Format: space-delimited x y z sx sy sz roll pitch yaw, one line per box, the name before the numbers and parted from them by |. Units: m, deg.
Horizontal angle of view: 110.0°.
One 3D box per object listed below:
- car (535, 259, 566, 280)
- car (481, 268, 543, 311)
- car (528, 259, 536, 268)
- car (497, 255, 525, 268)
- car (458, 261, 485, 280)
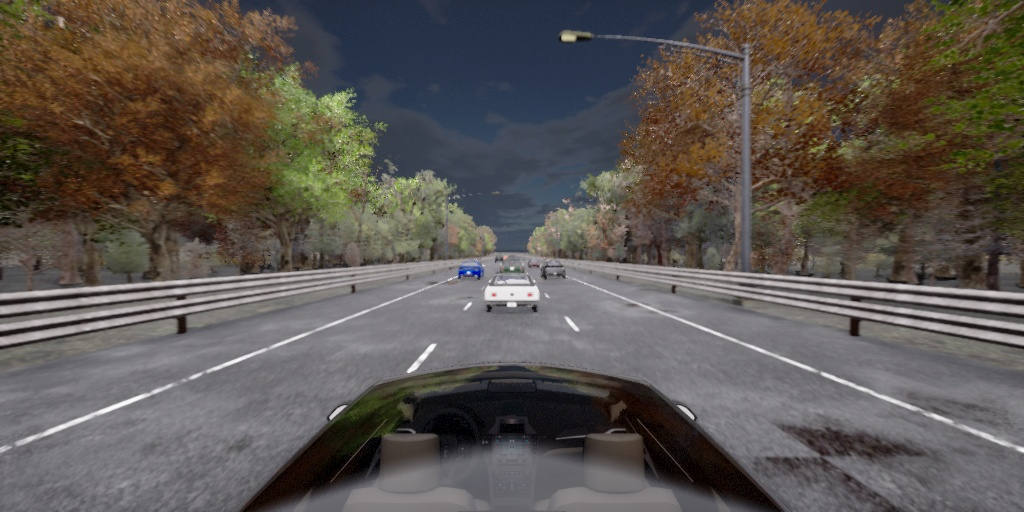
car | 3.509 1.209 31.390 2.128 1.511 4.902 0 0 0
car | 0.002 1.340 14.284 1.895 1.301 4.718 0 0 0
car | 3.518 1.217 58.445 2.033 1.411 5.357 0 0 0
car | 0.009 1.070 31.283 2.097 1.767 4.553 0 0 0
car | -3.492 1.197 31.406 1.882 1.535 5.008 0 0 0
